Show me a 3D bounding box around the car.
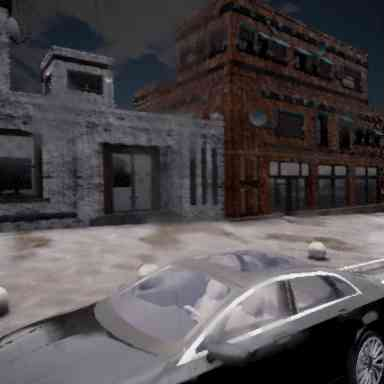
[{"bbox_3d":[0.316,1.491,3.601,4.902,1.511,2.128,0,0,-35],"label":"car"}]
